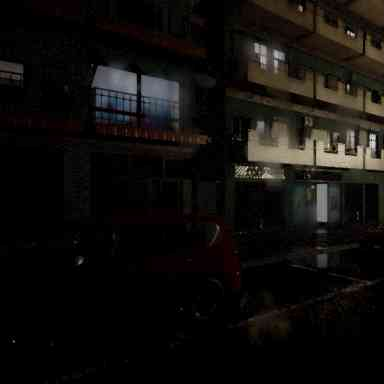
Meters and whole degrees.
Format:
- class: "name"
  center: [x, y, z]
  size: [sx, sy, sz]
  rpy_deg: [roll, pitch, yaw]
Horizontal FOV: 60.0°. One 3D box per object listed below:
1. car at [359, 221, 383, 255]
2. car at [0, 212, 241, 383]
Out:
- class: "car"
  center: [7.845, 1.547, 12.105]
  size: [4.507, 1.381, 1.887]
  rpy_deg: [0, 0, -35]
- class: "car"
  center: [-1.396, 1.315, 5.561]
  size: [5.009, 1.841, 2.192]
  rpy_deg: [0, 0, -35]
